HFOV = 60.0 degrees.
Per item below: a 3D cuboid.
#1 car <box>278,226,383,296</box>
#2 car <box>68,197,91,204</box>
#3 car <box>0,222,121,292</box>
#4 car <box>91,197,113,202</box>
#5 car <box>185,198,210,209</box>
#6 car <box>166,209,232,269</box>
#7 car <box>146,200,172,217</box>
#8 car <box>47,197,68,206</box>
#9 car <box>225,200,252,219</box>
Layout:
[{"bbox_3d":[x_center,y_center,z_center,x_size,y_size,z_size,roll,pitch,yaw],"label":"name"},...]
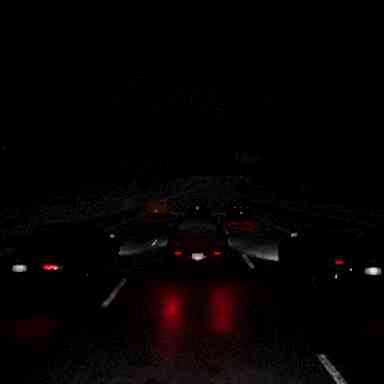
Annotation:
[{"bbox_3d":[3.653,1.556,8.680,1.994,1.385,4.181,0,0,0],"label":"car"},{"bbox_3d":[-16.455,1.492,49.921,1.994,1.385,4.181,0,0,3],"label":"car"},{"bbox_3d":[-3.350,1.537,8.997,2.033,1.411,5.357,0,0,0],"label":"car"},{"bbox_3d":[-12.965,1.457,49.678,1.812,1.442,4.674,0,0,3],"label":"car"},{"bbox_3d":[0.495,1.322,28.756,2.097,1.767,4.553,0,0,1],"label":"car"},{"bbox_3d":[0.175,1.514,11.038,1.812,1.442,4.674,0,0,1],"label":"car"},{"bbox_3d":[-2.959,1.444,30.578,1.882,1.535,5.008,0,0,2],"label":"car"},{"bbox_3d":[-19.958,1.489,49.893,1.994,1.385,4.181,0,0,3],"label":"car"},{"bbox_3d":[4.002,1.464,29.010,2.128,1.511,4.902,0,0,1],"label":"car"}]
